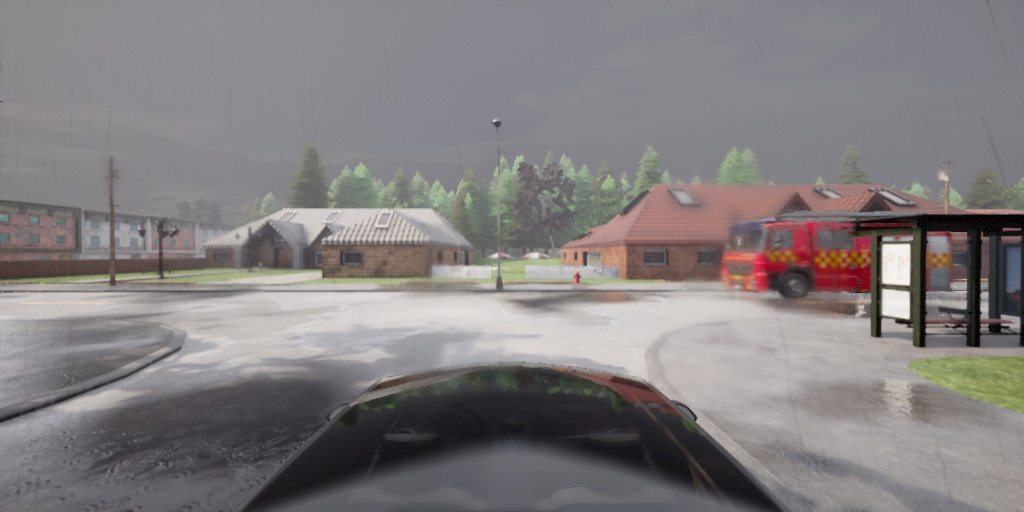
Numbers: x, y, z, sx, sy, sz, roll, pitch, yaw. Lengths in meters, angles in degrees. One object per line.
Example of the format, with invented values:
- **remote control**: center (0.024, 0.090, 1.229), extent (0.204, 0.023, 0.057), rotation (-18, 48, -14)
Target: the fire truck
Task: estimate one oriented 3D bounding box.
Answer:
- **fire truck**: center (14.752, -0.025, 16.734), extent (8.468, 3.827, 2.891), rotation (0, 0, 0)
